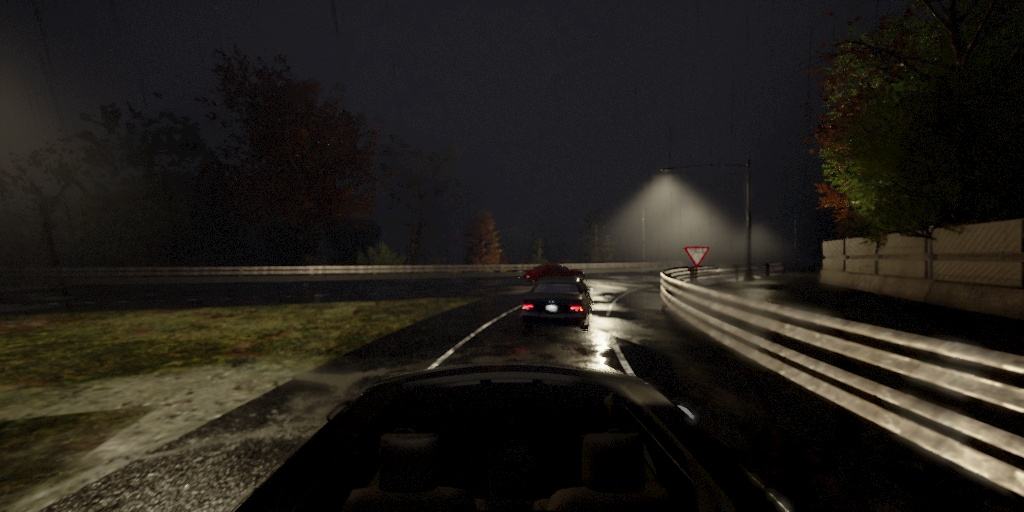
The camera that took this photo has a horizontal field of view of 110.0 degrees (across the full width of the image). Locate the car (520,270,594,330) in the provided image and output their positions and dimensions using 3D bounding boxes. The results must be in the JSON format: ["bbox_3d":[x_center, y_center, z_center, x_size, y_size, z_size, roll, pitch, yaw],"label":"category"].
[{"bbox_3d":[1.559,1.349,11.356,2.033,1.411,5.357,0,0,13],"label":"car"}]

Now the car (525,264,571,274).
[{"bbox_3d":[3.289,1.366,27.325,5.008,1.535,1.882,0,0,-30],"label":"car"}]
